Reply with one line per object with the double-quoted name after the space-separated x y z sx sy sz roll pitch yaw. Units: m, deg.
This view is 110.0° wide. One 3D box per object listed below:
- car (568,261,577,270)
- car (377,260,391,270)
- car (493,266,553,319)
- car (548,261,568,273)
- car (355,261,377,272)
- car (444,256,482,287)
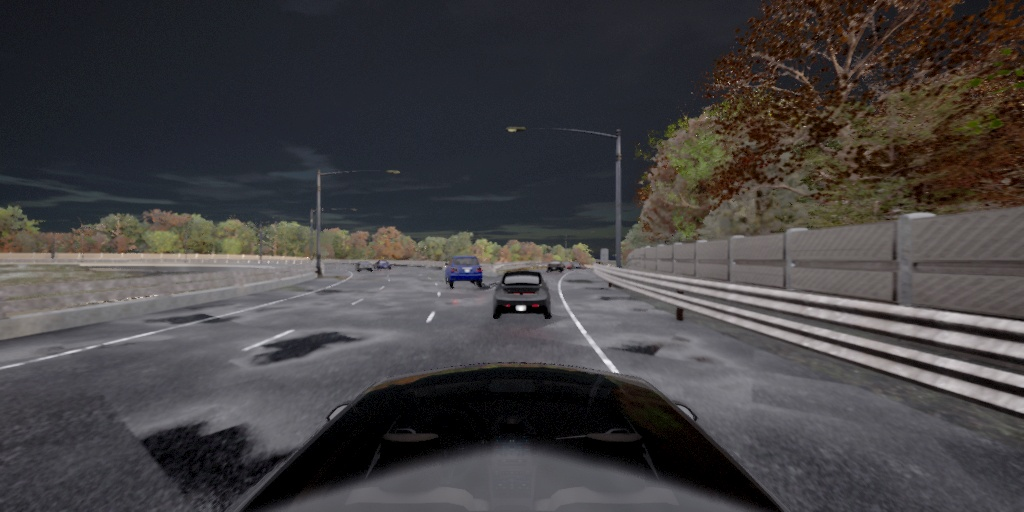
8.905 1.536 57.922 1.994 1.385 4.181 0 -1 15 "car"
-20.069 1.397 55.436 1.812 1.442 4.674 0 0 -31 "car"
0.415 1.282 13.018 1.837 1.490 4.892 0 0 3 "car"
5.730 1.330 46.033 1.882 1.535 5.008 0 0 14 "car"
-20.370 1.404 49.129 2.033 1.411 5.357 0 0 -29 "car"
-3.450 1.025 25.102 2.150 2.045 5.566 0 0 -14 "car"
